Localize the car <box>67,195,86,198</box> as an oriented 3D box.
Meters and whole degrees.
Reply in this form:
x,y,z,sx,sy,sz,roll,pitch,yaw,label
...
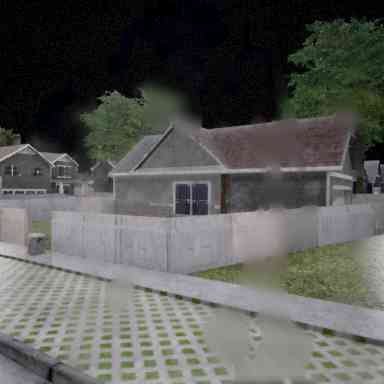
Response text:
x,y,z,sx,sy,sz,roll,pitch,yaw,label
-12.766,1.165,36.194,1.837,1.490,4.892,1,1,34,car
